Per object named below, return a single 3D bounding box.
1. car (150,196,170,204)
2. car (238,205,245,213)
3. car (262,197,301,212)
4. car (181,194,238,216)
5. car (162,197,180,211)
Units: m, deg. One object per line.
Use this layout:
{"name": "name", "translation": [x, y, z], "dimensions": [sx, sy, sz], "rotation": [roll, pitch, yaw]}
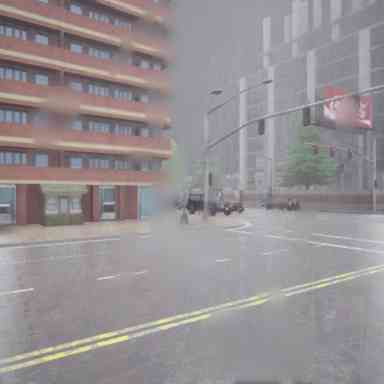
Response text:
{"name": "car", "translation": [-6.002, 1.563, 62.393], "dimensions": [1.994, 1.385, 4.181], "rotation": [0, 0, -35]}
{"name": "car", "translation": [3.553, 1.601, 36.174], "dimensions": [1.895, 1.301, 4.718], "rotation": [0, 0, -35]}
{"name": "car", "translation": [10.354, 1.352, 39.014], "dimensions": [2.097, 1.767, 4.553], "rotation": [0, 0, -35]}
{"name": "car", "translation": [1.629, 1.222, 32.816], "dimensions": [2.150, 2.045, 5.566], "rotation": [0, 0, -35]}
{"name": "car", "translation": [-3.900, 1.352, 40.724], "dimensions": [2.097, 1.767, 4.553], "rotation": [0, 0, -35]}
